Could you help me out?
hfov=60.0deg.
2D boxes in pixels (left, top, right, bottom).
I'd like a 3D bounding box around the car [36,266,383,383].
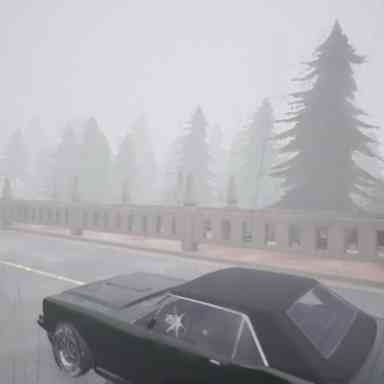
[{"bbox_3d":[0.285,1.580,3.790,4.718,1.301,1.895,1,0,36],"label":"car"}]
